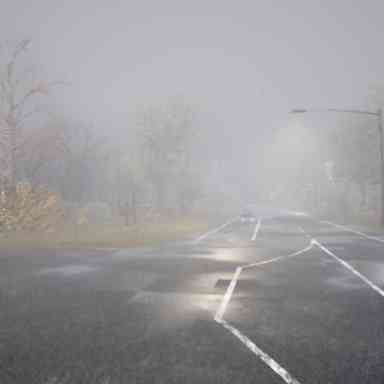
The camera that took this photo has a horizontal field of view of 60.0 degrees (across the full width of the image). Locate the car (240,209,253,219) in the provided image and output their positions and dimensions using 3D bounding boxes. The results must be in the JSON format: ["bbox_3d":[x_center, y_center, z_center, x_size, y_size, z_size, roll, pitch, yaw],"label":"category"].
[{"bbox_3d":[8.202,3.187,49.508,2.033,1.411,5.357,-2,-2,10],"label":"car"}]
